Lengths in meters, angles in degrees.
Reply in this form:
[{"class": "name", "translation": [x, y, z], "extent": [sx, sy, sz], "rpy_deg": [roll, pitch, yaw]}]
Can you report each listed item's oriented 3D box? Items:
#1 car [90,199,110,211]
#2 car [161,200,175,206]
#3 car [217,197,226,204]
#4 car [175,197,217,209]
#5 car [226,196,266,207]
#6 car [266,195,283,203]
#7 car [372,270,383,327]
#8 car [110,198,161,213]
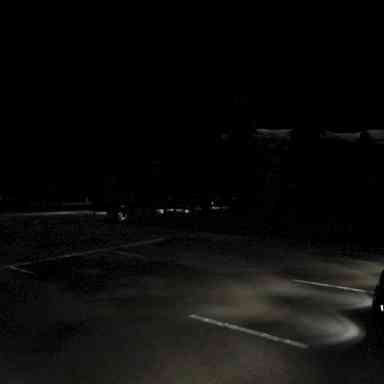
[{"class": "car", "translation": [-9.239, 1.492, 38.316], "extent": [1.895, 1.301, 4.718], "rpy_deg": [0, 0, 43]}, {"class": "car", "translation": [-2.785, 1.423, 44.691], "extent": [4.674, 1.442, 1.812], "rpy_deg": [0, 0, -42]}, {"class": "car", "translation": [4.615, 1.456, 50.789], "extent": [5.357, 1.411, 2.033], "rpy_deg": [0, 0, -37]}, {"class": "car", "translation": [0.567, 1.419, 43.002], "extent": [4.892, 1.490, 1.837], "rpy_deg": [0, 0, -41]}, {"class": "car", "translation": [7.948, 1.418, 48.737], "extent": [4.902, 1.511, 2.128], "rpy_deg": [0, 0, -35]}, {"class": "car", "translation": [13.133, 1.278, 56.079], "extent": [4.553, 1.767, 2.097], "rpy_deg": [0, 0, -28]}, {"class": "car", "translation": [5.100, 1.352, 4.607], "extent": [4.553, 1.767, 2.097], "rpy_deg": [0, 0, 36]}, {"class": "car", "translation": [-6.080, 1.412, 36.510], "extent": [1.837, 1.490, 4.892], "rpy_deg": [0, 0, 43]}]
